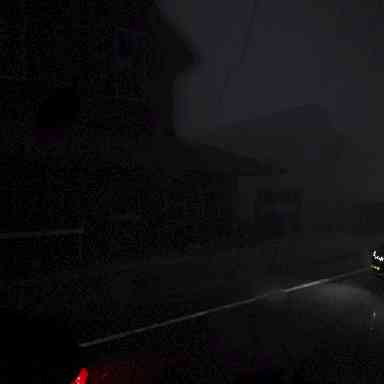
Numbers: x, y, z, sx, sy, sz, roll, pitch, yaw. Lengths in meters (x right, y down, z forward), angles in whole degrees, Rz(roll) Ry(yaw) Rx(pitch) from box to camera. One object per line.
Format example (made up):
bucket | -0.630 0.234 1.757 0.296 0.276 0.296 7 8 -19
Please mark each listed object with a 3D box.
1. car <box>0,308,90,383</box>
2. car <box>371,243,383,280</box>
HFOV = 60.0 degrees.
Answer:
car | -2.827 1.565 2.153 4.181 1.385 1.994 0 0 -31
car | 6.572 1.497 8.687 4.892 1.490 1.837 0 0 -36
